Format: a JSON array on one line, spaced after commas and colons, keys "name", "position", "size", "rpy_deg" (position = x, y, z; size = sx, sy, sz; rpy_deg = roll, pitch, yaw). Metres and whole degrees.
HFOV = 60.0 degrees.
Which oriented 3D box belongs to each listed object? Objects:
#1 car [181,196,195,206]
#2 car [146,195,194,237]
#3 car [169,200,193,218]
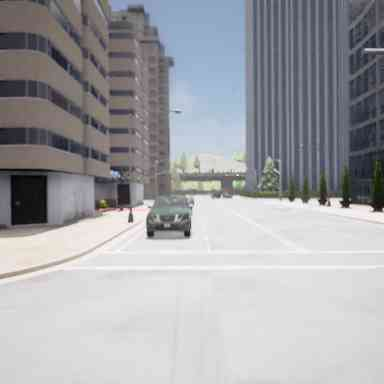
[{"name": "car", "position": [-0.553, 1.379, 52.074], "size": [2.128, 1.511, 4.902], "rpy_deg": [-1, 0, 1]}, {"name": "car", "position": [-1.121, 1.211, 18.326], "size": [2.150, 2.045, 5.566], "rpy_deg": [-1, 0, 1]}, {"name": "car", "position": [-0.948, 1.515, 30.233], "size": [1.994, 1.385, 4.181], "rpy_deg": [-1, 0, 1]}]
